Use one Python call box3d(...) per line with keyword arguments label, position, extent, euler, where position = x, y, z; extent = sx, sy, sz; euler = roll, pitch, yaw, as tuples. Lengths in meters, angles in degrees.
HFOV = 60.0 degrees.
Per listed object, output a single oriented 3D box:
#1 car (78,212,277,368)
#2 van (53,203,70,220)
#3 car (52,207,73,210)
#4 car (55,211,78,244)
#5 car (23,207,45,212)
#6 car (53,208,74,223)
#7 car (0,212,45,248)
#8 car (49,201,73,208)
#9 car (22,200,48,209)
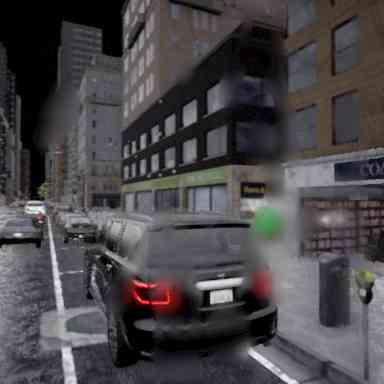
box3d(label="car", position=(-0.732, 1.384, 6.376), extent=(2.150, 2.045, 5.566), euler=(1, -1, -24))
box3d(label="van", position=(-15.187, 2.232, 38.573), extent=(1.690, 1.788, 3.998), euler=(1, -2, -24))
box3d(label="car", position=(-10.735, 2.226, 28.460), extent=(1.947, 1.339, 4.313), euler=(1, -2, -24))
box3d(label="car", position=(-6.283, 1.980, 18.353), extent=(2.008, 1.369, 4.403), euler=(1, -2, -24))
box3d(label="car", position=(-14.555, 2.297, 30.287), extent=(1.895, 1.301, 4.718), euler=(1, -1, -24))
box3d(label="car", position=(-8.509, 2.095, 23.406), extent=(2.008, 1.369, 4.403), euler=(1, -2, -24))
box3d(label="car", position=(-8.699, 1.955, 16.982), extent=(1.994, 1.385, 4.181), euler=(1, -1, -23))
box3d(label="car", position=(-12.960, 2.091, 33.520), extent=(2.192, 1.841, 5.009), euler=(1, -2, -24))
box3d(label="car", position=(-19.070, 2.147, 40.353), extent=(2.150, 2.045, 5.566), euler=(1, -2, -25))
